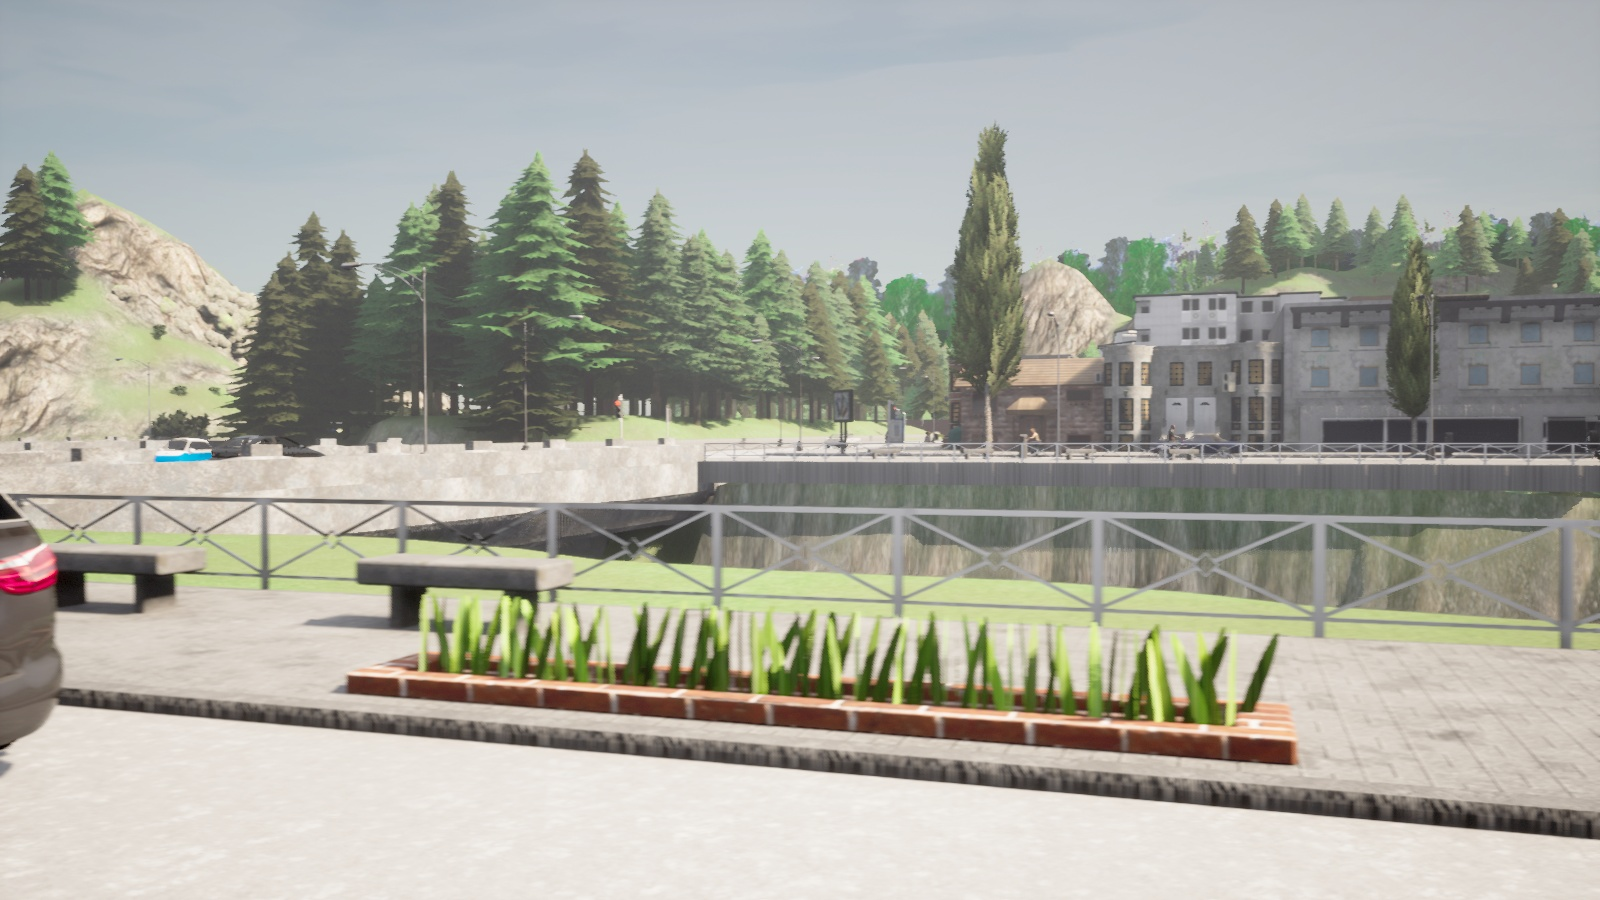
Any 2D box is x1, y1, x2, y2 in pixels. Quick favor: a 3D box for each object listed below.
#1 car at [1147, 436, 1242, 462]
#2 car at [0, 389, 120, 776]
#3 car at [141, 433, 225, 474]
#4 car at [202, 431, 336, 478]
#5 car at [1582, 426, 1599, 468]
[{"bbox_3d":[20.723,-0.052,66.010,4.718,1.301,1.895,1,1,19],"label":"car"},{"bbox_3d":[-5.787,0.558,5.664,4.611,1.667,2.242,1,1,19],"label":"car"},{"bbox_3d":[-21.318,0.105,43.468,1.481,1.376,2.207,1,1,19],"label":"car"},{"bbox_3d":[-17.623,0.103,41.899,1.816,1.474,4.193,1,1,19],"label":"car"},{"bbox_3d":[37.448,-0.136,56.165,3.866,1.878,1.905,1,1,19],"label":"car"}]
